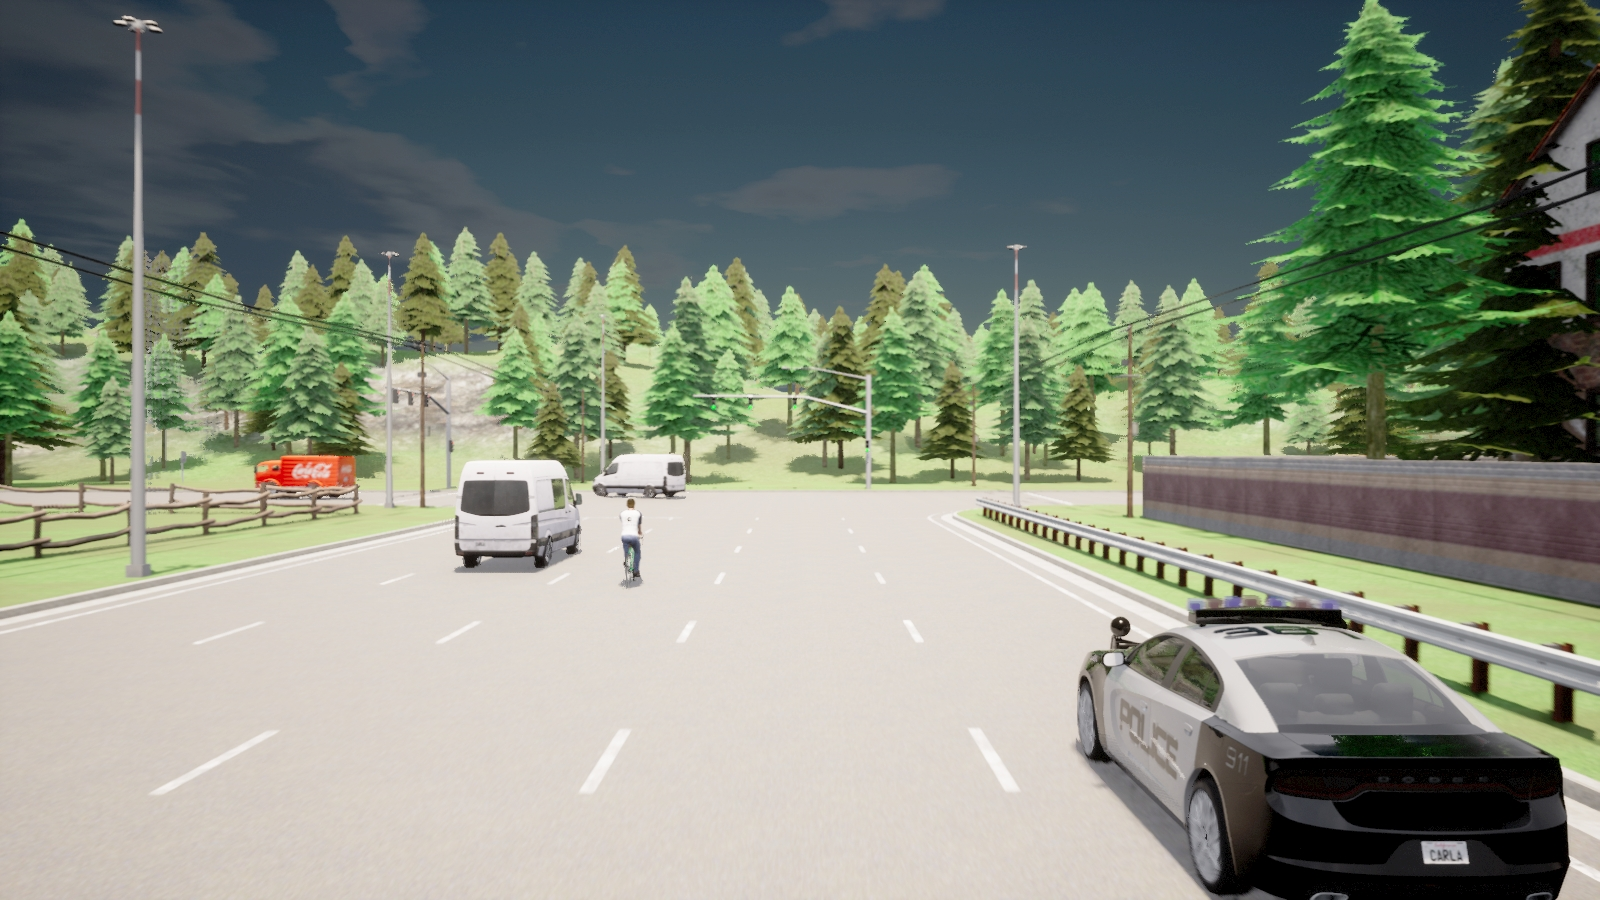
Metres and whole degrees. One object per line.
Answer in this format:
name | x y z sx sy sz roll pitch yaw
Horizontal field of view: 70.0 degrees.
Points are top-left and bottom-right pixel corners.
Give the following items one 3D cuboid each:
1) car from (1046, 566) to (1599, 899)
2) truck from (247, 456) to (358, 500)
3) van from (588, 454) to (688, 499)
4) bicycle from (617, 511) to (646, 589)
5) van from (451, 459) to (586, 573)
car | 3.501 1.982 8.786 2.097 1.638 5.238 0 0 0
truck | -28.425 1.571 65.399 5.204 2.467 2.627 0 0 5
van | -9.594 1.535 67.360 5.915 2.561 1.988 0 0 32
bicycle | -3.498 2.056 23.791 0.373 1.496 1.643 0 0 0
van | -6.992 1.534 29.070 1.988 2.561 5.915 0 0 0
